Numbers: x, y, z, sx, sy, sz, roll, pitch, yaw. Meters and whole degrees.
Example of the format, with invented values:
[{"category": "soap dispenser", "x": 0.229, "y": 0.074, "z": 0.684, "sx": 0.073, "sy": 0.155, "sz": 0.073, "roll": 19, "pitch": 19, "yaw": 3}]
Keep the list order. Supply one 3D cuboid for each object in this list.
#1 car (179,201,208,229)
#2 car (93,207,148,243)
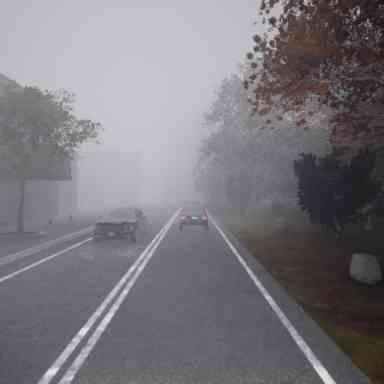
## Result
[{"category": "car", "x": 0.100, "y": 1.551, "z": 21.763, "sx": 2.033, "sy": 1.411, "sz": 5.357, "roll": 0, "pitch": 0, "yaw": 0}, {"category": "car", "x": -3.351, "y": 1.480, "z": 16.325, "sx": 1.882, "sy": 1.535, "sz": 5.008, "roll": 0, "pitch": 0, "yaw": 0}]
